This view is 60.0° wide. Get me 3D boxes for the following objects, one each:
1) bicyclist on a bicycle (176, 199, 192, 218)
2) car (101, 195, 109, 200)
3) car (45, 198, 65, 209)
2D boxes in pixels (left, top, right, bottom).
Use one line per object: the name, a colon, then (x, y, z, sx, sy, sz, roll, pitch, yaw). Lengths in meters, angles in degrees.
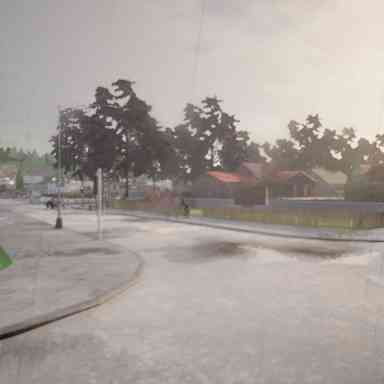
bicyclist on a bicycle: (-0.698, 1.392, 28.204, 1.656, 1.620, 0.582, 0, 0, -35)
car: (-20.614, 1.423, 76.309, 1.994, 1.381, 4.181, 0, 0, -35)
car: (-19.406, 1.605, 47.350, 1.812, 1.442, 4.674, 0, 0, -35)
